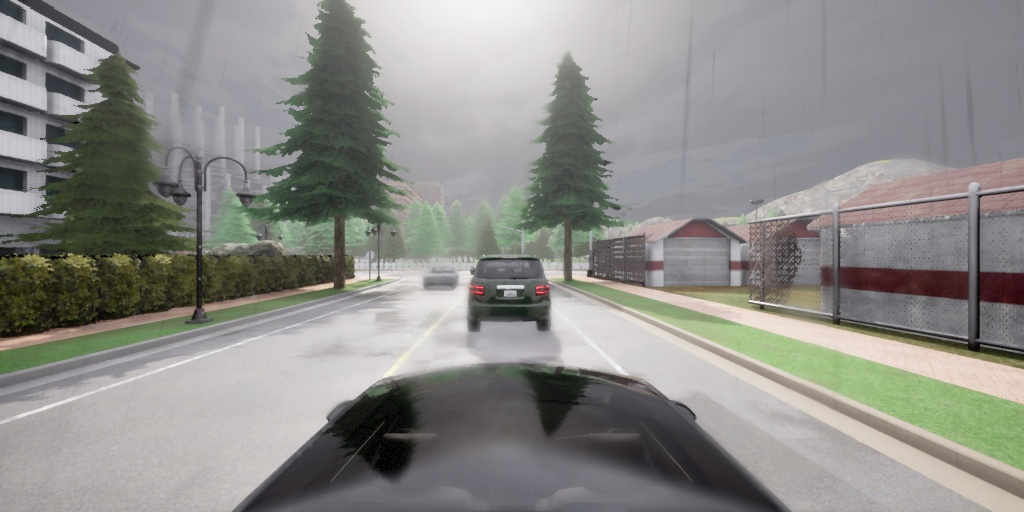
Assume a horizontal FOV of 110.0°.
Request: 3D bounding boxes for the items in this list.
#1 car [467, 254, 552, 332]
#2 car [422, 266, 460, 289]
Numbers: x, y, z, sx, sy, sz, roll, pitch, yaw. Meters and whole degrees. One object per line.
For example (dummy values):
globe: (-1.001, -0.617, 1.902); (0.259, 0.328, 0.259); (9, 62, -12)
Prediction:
car: (-0.132, 0.971, 11.040); (2.150, 2.045, 5.566); (0, 0, -2)
car: (-4.463, 1.351, 23.002); (1.895, 1.301, 4.718); (0, 0, -4)
